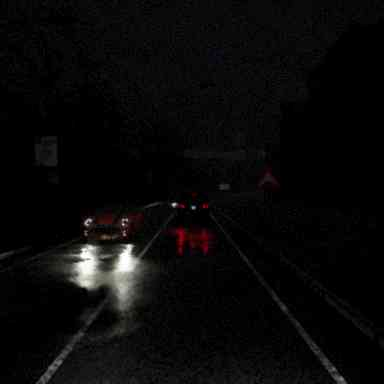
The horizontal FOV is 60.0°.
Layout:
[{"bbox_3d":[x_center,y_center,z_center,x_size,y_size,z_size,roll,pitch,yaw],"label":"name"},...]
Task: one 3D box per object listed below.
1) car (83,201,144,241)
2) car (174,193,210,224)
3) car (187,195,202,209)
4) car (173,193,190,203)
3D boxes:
[{"bbox_3d":[-3.602,1.261,15.927,2.097,1.767,4.553,0,0,0],"label":"car"},{"bbox_3d":[0.096,1.085,23.850,2.150,2.045,5.566,0,0,0],"label":"car"},{"bbox_3d":[0.378,1.219,42.531,1.801,1.575,5.366,0,0,3],"label":"car"},{"bbox_3d":[-1.719,1.001,56.486,1.882,1.535,5.008,1,2,11],"label":"car"}]
